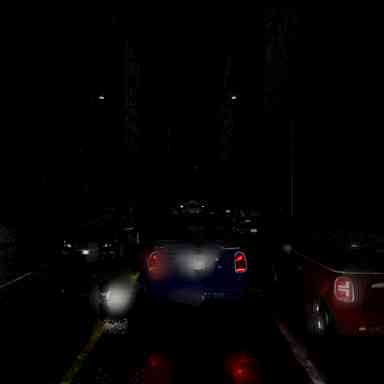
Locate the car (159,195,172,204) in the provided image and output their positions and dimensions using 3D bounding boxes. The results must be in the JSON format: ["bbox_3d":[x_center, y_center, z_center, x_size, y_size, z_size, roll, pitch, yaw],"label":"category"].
[{"bbox_3d":[-5.591,1.626,65.701,1.802,1.307,4.206,0,0,0],"label":"car"}]

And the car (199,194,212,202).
[{"bbox_3d":[2.934,1.484,65.682,1.967,1.590,4.097,0,0,0],"label":"car"}]

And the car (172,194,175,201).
[{"bbox_3d":[-5.563,1.617,76.518,2.008,1.369,4.403,0,0,0],"label":"car"}]

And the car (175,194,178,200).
[{"bbox_3d":[-5.523,1.638,92.573,1.752,1.417,4.829,0,0,0],"label":"car"}]

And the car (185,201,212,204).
[{"bbox_3d":[0.108,1.479,17.437,1.882,1.535,5.008,0,0,0],"label":"car"}]

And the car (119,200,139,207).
[{"bbox_3d":[-5.652,1.444,28.598,1.967,1.590,4.097,0,0,0],"label":"car"}]

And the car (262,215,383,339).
[{"bbox_3d":[2.858,1.440,6.586,1.967,1.590,4.097,0,0,0],"label":"car"}]

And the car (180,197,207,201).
[{"bbox_3d":[0.019,1.460,27.459,1.801,1.575,5.366,0,0,0],"label":"car"}]

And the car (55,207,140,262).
[{"bbox_3d":[-3.088,1.505,12.107,1.837,1.490,4.892,0,0,0],"label":"car"}]

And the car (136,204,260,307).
[{"bbox_3d":[0.105,1.352,8.157,2.097,1.767,4.553,0,0,0],"label":"car"}]

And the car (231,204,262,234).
[{"bbox_3d":[2.866,1.552,17.589,2.008,1.369,4.403,0,0,0],"label":"car"}]

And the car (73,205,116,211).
[{"bbox_3d":[-5.659,1.567,17.595,1.947,1.339,4.313,0,0,0],"label":"car"}]

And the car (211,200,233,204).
[{"bbox_3d":[2.874,1.569,28.592,1.947,1.339,4.313,0,0,0],"label":"car"}]

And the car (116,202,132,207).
[{"bbox_3d":[-5.656,1.584,23.097,1.802,1.307,4.206,0,0,0],"label":"car"}]
